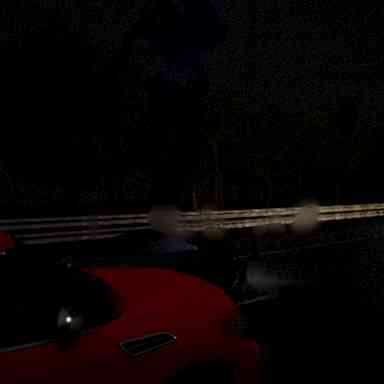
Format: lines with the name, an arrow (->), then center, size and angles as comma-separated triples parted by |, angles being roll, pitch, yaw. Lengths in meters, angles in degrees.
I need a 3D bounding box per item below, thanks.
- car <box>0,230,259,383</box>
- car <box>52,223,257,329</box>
car -> -2.023, 1.221, 2.303 | 5.566, 2.045, 2.150 | 0, 0, -36
car -> -0.729, 1.574, 7.532 | 4.181, 1.385, 1.994 | 0, 0, -36
